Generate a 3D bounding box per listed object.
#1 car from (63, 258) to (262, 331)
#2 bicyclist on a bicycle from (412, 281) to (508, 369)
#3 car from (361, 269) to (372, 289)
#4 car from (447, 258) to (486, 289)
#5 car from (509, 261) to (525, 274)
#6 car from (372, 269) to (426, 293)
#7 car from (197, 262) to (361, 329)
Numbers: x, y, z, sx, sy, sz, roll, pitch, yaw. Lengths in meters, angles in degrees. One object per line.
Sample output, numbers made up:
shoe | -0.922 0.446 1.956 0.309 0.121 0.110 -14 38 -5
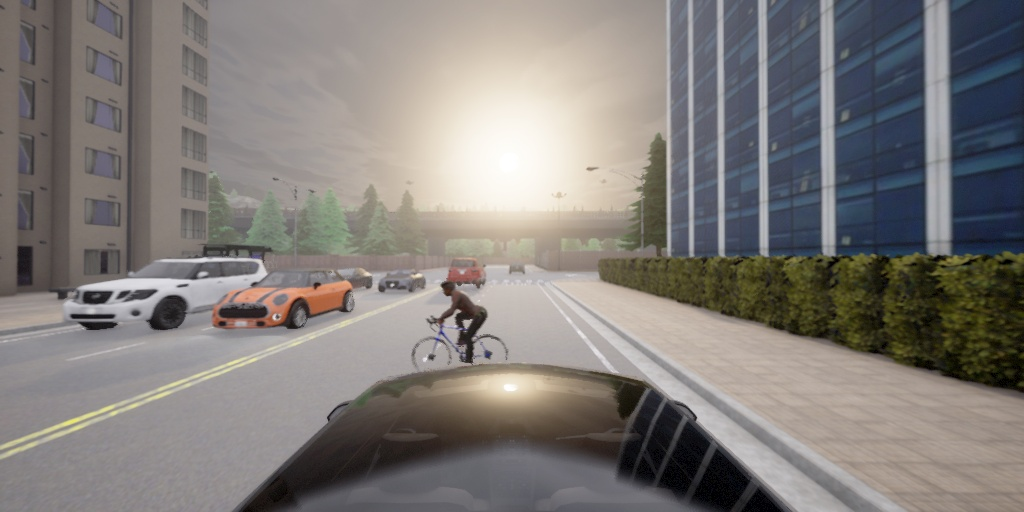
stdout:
car | -10.480 1.060 11.719 2.150 2.045 5.566 0 -1 1
bicyclist on a bicycle | -0.903 1.240 6.098 1.656 1.620 0.582 -2 -1 1
car | -10.276 1.457 22.441 1.812 1.442 4.674 0 0 1
car | -3.127 1.182 25.515 2.150 2.045 5.566 0 -1 1
car | 0.658 1.486 47.782 2.097 1.767 4.553 0 -1 1
car | -6.773 1.496 22.438 1.994 1.385 4.181 0 -1 2
car | -6.982 1.187 11.527 2.097 1.767 4.553 0 -1 1
